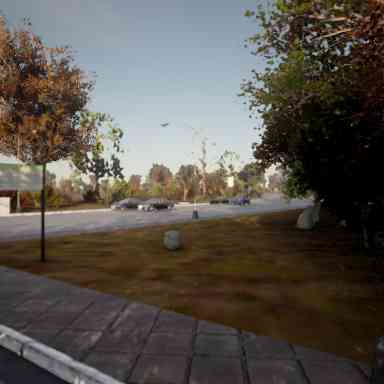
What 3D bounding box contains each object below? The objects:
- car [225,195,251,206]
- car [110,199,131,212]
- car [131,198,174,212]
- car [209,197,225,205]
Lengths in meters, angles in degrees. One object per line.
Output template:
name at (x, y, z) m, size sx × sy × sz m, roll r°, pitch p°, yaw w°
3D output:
car at (7.691, 1.253, 53.258) m, size 2.097 × 1.767 × 4.553 m, roll 0°, pitch 0°, yaw 35°
car at (-7.469, 1.505, 39.107) m, size 1.812 × 1.442 × 4.674 m, roll 0°, pitch 0°, yaw 38°
car at (-4.067, 1.468, 37.772) m, size 2.128 × 1.511 × 4.902 m, roll 0°, pitch 0°, yaw 38°
car at (4.785, 1.485, 55.211) m, size 1.895 × 1.301 × 4.718 m, roll 0°, pitch 0°, yaw 35°
